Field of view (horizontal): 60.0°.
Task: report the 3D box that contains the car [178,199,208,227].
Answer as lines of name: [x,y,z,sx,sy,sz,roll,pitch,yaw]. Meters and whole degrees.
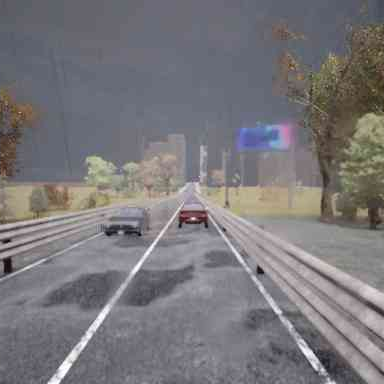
car: [0.079,1.472,22.778,1.882,1.535,5.008,0,0,0]

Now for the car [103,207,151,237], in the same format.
car: [-3.364,1.543,18.376,2.033,1.411,5.357,0,0,0]

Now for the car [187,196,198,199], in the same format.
car: [0.055,1.341,41.907,2.097,1.767,4.553,0,0,0]
